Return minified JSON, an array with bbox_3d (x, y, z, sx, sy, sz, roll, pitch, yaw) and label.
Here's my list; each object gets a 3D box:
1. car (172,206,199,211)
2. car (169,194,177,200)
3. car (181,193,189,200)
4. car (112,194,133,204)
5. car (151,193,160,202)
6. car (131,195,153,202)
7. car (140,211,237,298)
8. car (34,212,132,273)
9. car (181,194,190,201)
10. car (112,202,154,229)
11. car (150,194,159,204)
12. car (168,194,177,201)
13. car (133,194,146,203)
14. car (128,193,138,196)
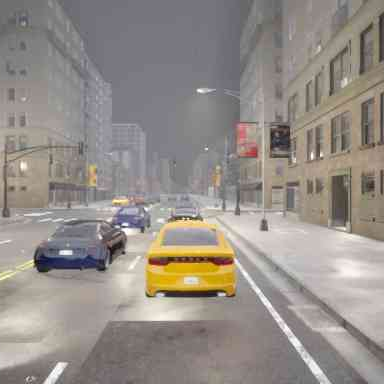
[{"bbox_3d":[-0.355,1.507,18.083,1.837,1.490,4.892,0,0,-1],"label":"car"},{"bbox_3d":[-5.164,1.369,91.804,2.097,1.767,4.553,0,0,-1],"label":"car"},{"bbox_3d":[-1.889,1.237,90.626,2.097,1.767,4.553,0,0,-1],"label":"car"},{"bbox_3d":[-10.899,1.491,51.128,1.882,1.535,5.008,0,0,-1],"label":"car"},{"bbox_3d":[-7.980,1.241,71.208,2.150,2.045,5.566,0,0,-1],"label":"car"},{"bbox_3d":[-7.646,1.614,51.090,1.895,1.301,4.718,0,0,-1],"label":"car"},{"bbox_3d":[-0.054,1.478,8.584,1.882,1.535,5.008,0,0,-1],"label":"car"},{"bbox_3d":[-3.356,1.565,10.756,1.994,1.385,4.181,0,0,-1],"label":"car"},{"bbox_3d":[-1.677,1.367,80.625,2.097,1.767,4.553,0,0,-1],"label":"car"},{"bbox_3d":[-3.540,1.528,19.730,1.812,1.442,4.674,0,0,-1],"label":"car"},{"bbox_3d":[-7.816,1.563,60.733,2.033,1.411,5.357,0,0,-1],"label":"car"},{"bbox_3d":[-4.962,1.567,82.205,1.994,1.385,4.181,0,0,-1],"label":"car"},{"bbox_3d":[-11.227,1.371,71.052,2.097,1.767,4.553,0,0,-1],"label":"car"},{"bbox_3d":[-11.075,1.237,61.063,2.150,2.045,5.566,0,0,-1],"label":"car"}]
